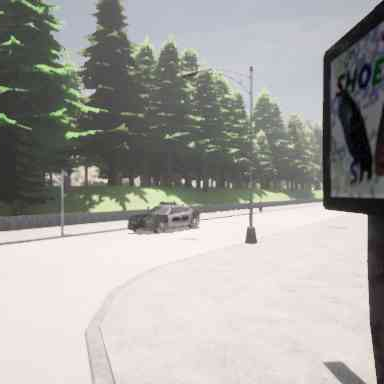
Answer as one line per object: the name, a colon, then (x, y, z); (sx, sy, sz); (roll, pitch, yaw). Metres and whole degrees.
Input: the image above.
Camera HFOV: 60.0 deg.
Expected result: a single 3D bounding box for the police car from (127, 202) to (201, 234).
police car: (-1.506, 1.410, 19.228); (1.930, 1.638, 5.238); (0, 0, 36)
